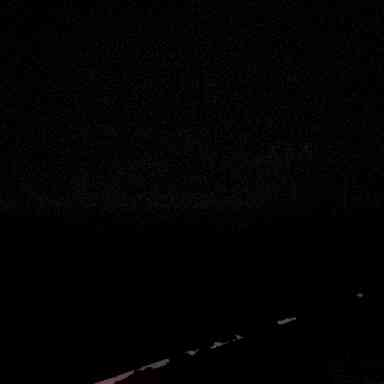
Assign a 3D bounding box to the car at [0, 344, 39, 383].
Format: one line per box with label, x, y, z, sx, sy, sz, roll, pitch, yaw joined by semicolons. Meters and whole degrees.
car;-3.126;1.547;0.835;5.357;1.411;2.033;0;0;-36
